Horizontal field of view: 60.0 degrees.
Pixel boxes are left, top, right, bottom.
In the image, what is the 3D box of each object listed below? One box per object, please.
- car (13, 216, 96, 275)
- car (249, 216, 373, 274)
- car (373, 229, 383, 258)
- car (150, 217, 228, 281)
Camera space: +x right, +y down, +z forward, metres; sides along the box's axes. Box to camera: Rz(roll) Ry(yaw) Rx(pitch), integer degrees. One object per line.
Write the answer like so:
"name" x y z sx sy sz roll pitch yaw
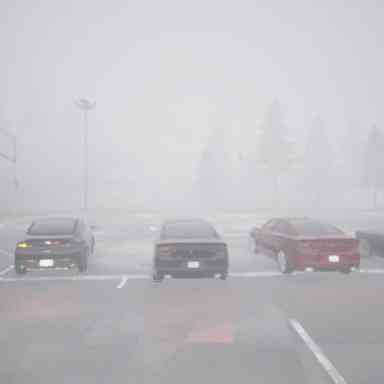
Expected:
"car" -4.219 1.518 10.647 1.837 1.490 4.892 1 0 -14
"car" 3.278 1.494 10.688 1.882 1.535 5.008 0 0 -5
"car" 6.954 1.618 10.095 1.895 1.301 4.718 0 0 -3
"car" -0.227 1.491 9.992 1.882 1.535 5.008 0 0 -6
